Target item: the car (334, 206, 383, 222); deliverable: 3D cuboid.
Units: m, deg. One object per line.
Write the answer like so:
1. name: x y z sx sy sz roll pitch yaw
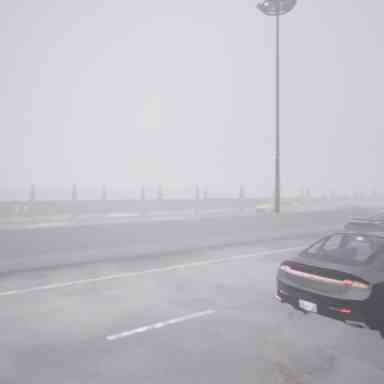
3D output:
1. car: 8.290 1.505 13.956 4.892 1.490 1.837 0 0 -36

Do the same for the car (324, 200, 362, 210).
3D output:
1. car: 14.447 1.526 31.623 4.674 1.442 1.812 0 0 -37

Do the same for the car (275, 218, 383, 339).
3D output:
1. car: 3.715 1.492 6.395 4.902 1.511 2.128 0 0 -35

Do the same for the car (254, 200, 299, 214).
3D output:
1. car: 7.995 1.478 31.236 5.008 1.535 1.882 0 0 -36
